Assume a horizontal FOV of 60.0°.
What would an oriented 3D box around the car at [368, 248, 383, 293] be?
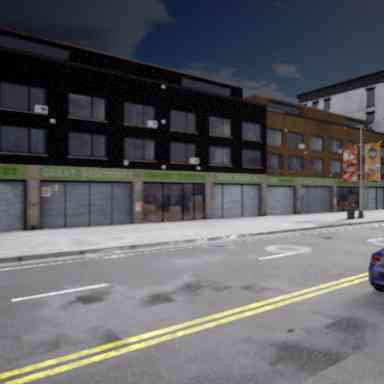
[{"bbox_3d":[5.817,1.529,7.587,4.674,1.442,1.812,0,0,-36],"label":"car"}]
